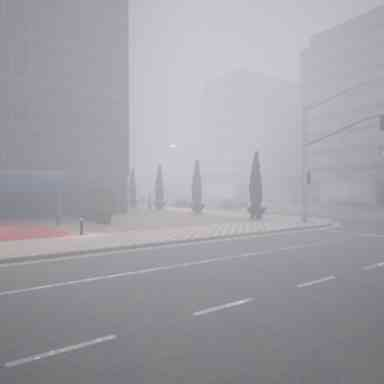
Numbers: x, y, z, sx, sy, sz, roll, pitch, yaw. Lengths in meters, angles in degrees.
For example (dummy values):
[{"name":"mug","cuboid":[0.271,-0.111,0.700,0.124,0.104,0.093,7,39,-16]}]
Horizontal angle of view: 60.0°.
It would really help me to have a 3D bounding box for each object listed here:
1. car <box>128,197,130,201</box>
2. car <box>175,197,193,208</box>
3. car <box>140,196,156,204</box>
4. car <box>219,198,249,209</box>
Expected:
[{"name":"car","cuboid":[-12.267,1.406,61.963,1.837,1.490,4.892,0,0,-35]},{"name":"car","cuboid":[-0.603,1.405,45.087,1.812,1.442,4.674,0,0,-35]},{"name":"car","cuboid":[-8.090,1.426,62.057,1.994,1.385,4.181,0,0,-34]},{"name":"car","cuboid":[5.345,1.427,42.681,1.994,1.385,4.181,0,0,-35]}]
